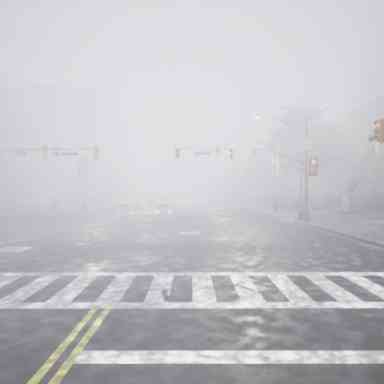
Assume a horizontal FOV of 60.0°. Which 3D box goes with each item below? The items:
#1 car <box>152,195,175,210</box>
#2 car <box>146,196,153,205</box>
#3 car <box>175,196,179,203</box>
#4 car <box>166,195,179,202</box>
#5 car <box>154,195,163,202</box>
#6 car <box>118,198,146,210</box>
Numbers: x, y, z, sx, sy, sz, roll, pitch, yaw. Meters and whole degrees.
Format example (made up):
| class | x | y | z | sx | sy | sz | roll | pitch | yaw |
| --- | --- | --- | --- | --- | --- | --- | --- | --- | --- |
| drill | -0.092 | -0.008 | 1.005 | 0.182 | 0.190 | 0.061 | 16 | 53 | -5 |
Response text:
| class | x | y | z | sx | sy | sz | roll | pitch | yaw |
| --- | --- | --- | --- | --- | --- | --- | --- | --- | --- |
| car | -3.547 | 1.456 | 42.741 | 1.882 | 1.535 | 5.008 | 0 | 0 | 0 |
| car | -7.027 | 1.496 | 57.951 | 1.812 | 1.442 | 4.674 | 0 | 0 | 0 |
| car | -3.505 | 1.514 | 66.288 | 2.033 | 1.411 | 5.357 | 0 | 0 | 1 |
| car | -4.505 | 1.501 | 77.047 | 2.033 | 1.411 | 5.357 | 0 | 0 | -14 |
| car | -7.327 | 1.463 | 73.113 | 1.837 | 1.490 | 4.892 | 0 | 0 | -7 |
| car | -7.703 | 1.455 | 41.774 | 1.882 | 1.535 | 5.008 | 0 | 0 | 8 |
